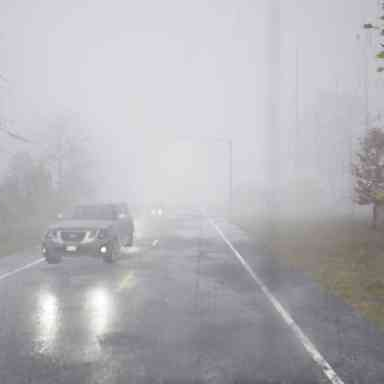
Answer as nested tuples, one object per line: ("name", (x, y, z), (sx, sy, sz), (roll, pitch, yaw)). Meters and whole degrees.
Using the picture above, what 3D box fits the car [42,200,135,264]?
("car", (-3.612, 1.357, 12.713), (2.150, 2.045, 5.566), (0, -1, 0))

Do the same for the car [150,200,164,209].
("car", (-5.833, 2.027, 55.381), (2.128, 1.511, 4.902), (0, 0, -7))
